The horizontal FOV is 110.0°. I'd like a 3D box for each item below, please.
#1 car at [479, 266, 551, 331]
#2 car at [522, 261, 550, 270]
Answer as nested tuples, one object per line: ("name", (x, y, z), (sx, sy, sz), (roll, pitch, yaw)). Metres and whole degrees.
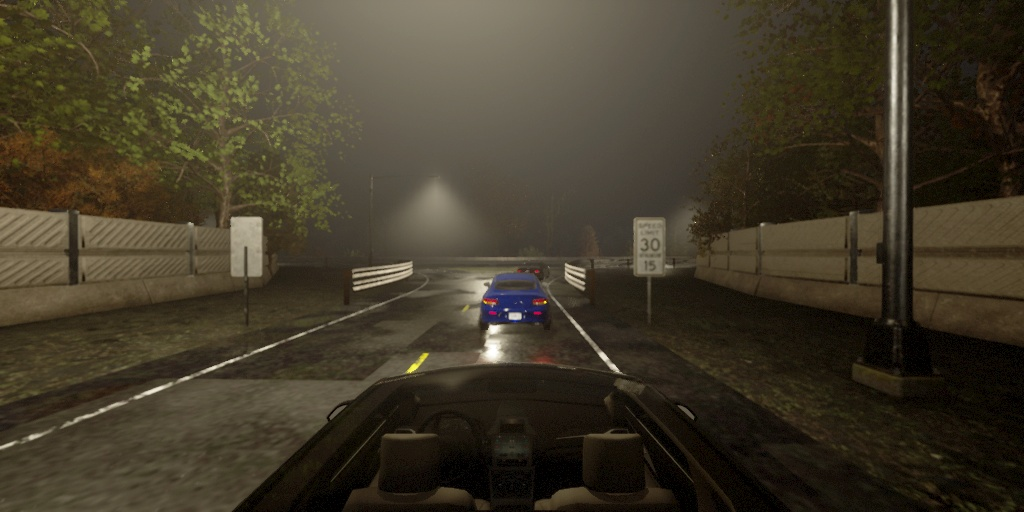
("car", (0.107, 1.207, 10.584), (1.812, 1.442, 4.674), (0, 0, 1))
("car", (1.715, 1.097, 27.450), (2.033, 1.411, 5.357), (0, 0, 14))
